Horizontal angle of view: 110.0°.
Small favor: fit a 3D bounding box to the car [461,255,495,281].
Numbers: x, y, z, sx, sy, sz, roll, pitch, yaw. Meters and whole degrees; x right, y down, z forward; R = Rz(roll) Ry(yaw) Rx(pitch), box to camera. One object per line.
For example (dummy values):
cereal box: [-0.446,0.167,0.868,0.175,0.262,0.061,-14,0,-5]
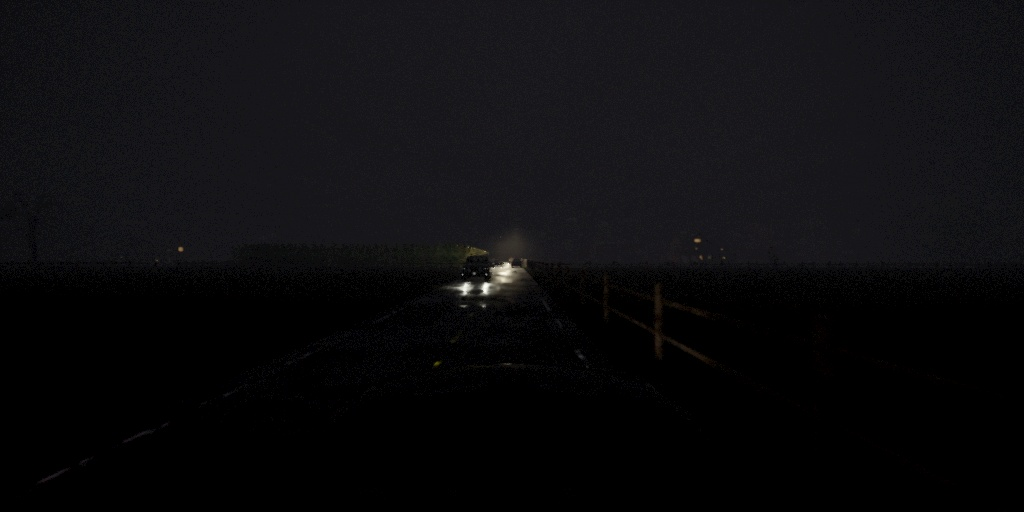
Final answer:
car: [-2.846,0.969,29.881,2.150,2.045,5.566,0,0,0]
